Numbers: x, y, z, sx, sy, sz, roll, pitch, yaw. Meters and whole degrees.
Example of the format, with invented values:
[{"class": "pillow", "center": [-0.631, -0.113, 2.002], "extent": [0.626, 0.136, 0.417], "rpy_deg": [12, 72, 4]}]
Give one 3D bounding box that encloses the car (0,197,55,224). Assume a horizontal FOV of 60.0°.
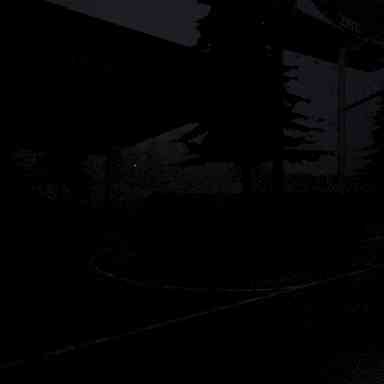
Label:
[{"class": "car", "center": [-11.923, 1.313, 23.512], "extent": [3.866, 1.878, 1.905], "rpy_deg": [0, 0, -36]}]
